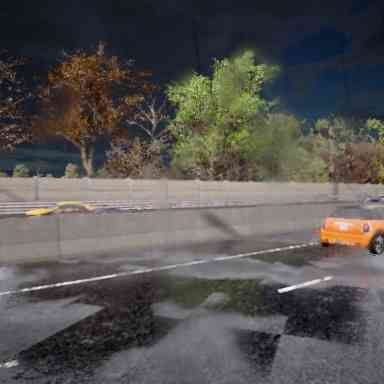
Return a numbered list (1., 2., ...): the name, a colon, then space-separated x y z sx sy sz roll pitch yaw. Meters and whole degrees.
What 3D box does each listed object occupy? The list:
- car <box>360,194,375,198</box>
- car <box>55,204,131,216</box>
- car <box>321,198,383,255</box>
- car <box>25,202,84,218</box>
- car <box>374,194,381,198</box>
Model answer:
1. car: 25.498 1.114 47.934 4.553 1.767 2.097 0 0 -35
2. car: -4.767 1.527 17.790 4.181 1.385 1.994 0 0 -35
3. car: 7.152 1.279 13.148 4.553 1.767 2.097 0 0 -35
4. car: -7.507 1.532 20.134 4.181 1.385 1.994 0 0 -35
5. car: 27.070 1.242 44.764 5.008 1.535 1.882 0 0 -35
